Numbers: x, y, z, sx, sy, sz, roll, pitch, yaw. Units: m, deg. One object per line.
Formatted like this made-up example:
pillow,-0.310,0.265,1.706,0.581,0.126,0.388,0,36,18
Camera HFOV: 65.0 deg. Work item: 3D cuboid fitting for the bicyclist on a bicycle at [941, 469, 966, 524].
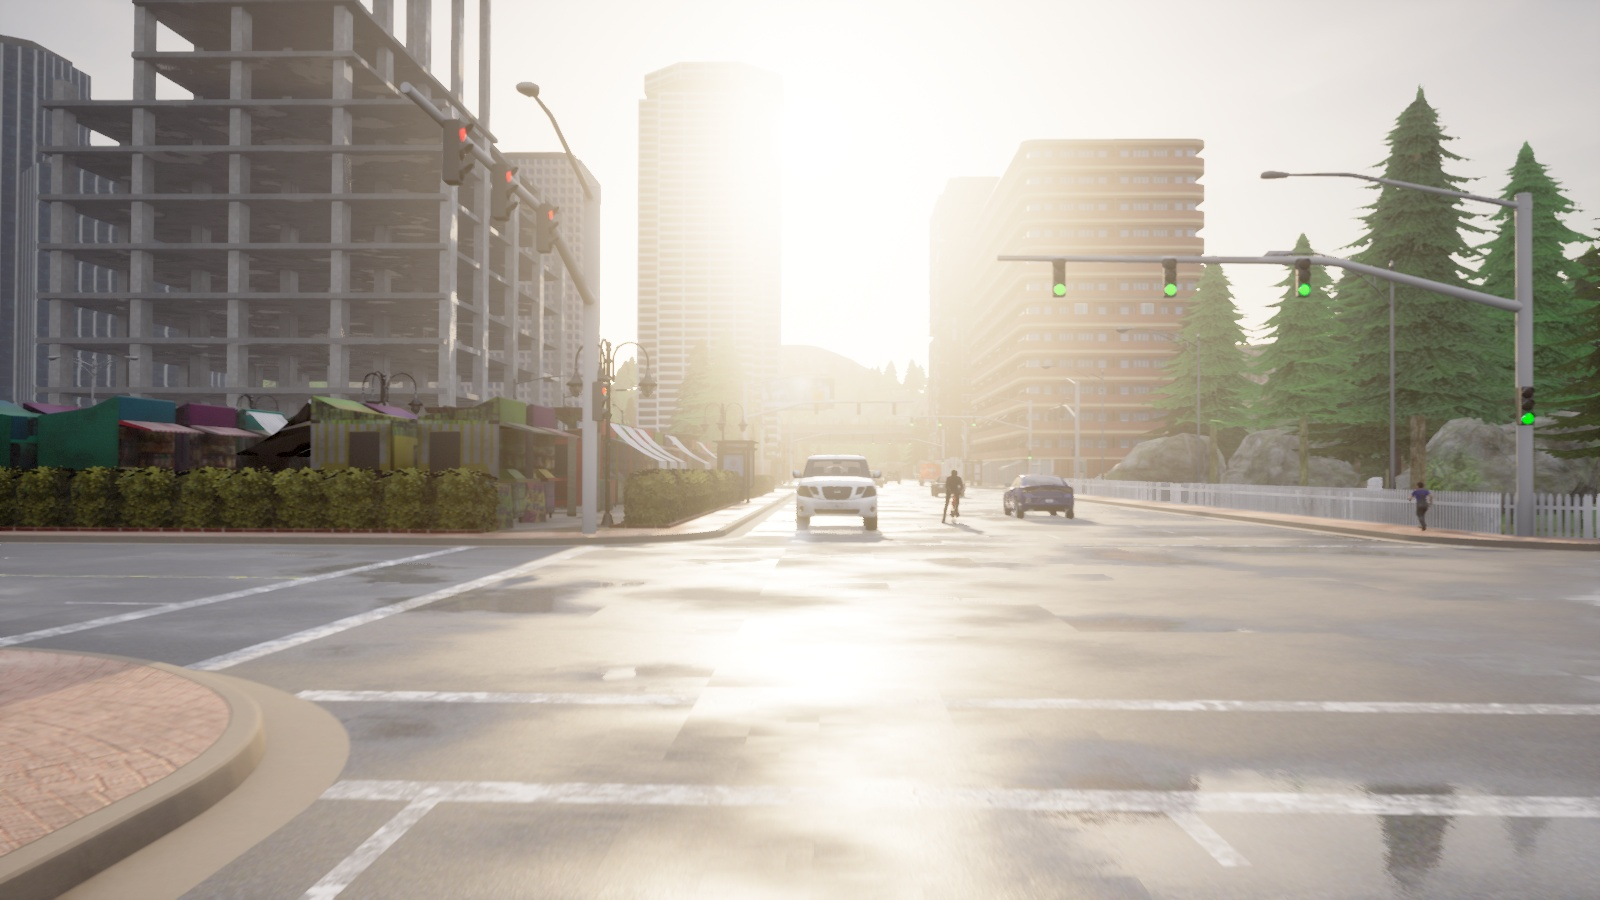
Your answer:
bicyclist on a bicycle,4.595,1.379,37.609,0.582,1.620,1.656,0,-1,2

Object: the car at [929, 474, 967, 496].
car,9.197,2.191,78.413,1.895,1.301,4.718,0,-1,2

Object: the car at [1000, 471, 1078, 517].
car,8.267,1.494,43.887,1.882,1.535,5.008,0,-1,1

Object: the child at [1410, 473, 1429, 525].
child,15.432,1.215,31.282,0.270,1.263,0.437,0,-1,2

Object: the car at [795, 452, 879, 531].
car,1.026,1.117,35.113,2.150,2.045,5.566,0,-1,2
